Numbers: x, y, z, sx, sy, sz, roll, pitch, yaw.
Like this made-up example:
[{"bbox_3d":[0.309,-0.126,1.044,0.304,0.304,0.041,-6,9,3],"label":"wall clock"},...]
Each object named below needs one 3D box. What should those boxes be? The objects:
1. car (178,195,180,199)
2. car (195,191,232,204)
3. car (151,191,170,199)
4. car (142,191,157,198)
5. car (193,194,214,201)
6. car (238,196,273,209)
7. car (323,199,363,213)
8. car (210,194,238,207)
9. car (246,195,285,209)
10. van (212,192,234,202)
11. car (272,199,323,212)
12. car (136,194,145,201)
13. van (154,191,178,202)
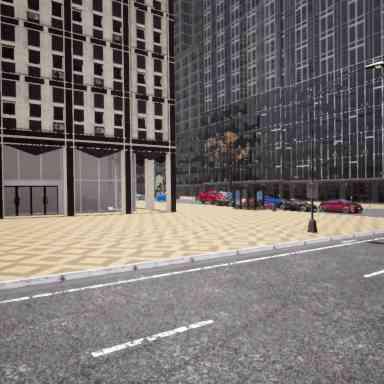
[{"bbox_3d":[-4.200,0.936,73.055,1.802,1.307,4.206,0,1,-34],"label":"car"},{"bbox_3d":[3.364,0.874,51.652,2.150,2.045,5.566,-1,1,-34],"label":"car"},{"bbox_3d":[-7.399,0.616,77.750,2.192,1.841,5.009,0,1,-34],"label":"car"},{"bbox_3d":[-10.597,0.687,82.449,1.967,1.590,4.097,0,1,-34],"label":"car"},{"bbox_3d":[2.197,1.044,63.658,1.802,1.307,4.206,0,1,-34],"label":"car"},{"bbox_3d":[7.968,1.388,40.090,1.802,1.307,4.206,0,1,-34],"label":"car"},{"bbox_3d":[15.239,1.408,34.195,1.994,1.385,4.181,-1,1,-34],"label":"car"},{"bbox_3d":[4.819,1.320,44.820,1.947,1.339,4.313,0,1,-34],"label":"car"},{"bbox_3d":[9.351,1.227,42.848,1.882,1.535,5.008,-1,1,-34],"label":"car"},{"bbox_3d":[5.394,0.856,58.957,1.690,1.788,3.998,0,1,-34],"label":"van"},{"bbox_3d":[11.153,1.424,35.379,1.947,1.339,4.313,0,1,-34],"label":"car"},{"bbox_3d":[-11.128,1.040,68.340,2.008,1.369,4.403,0,1,-34],"label":"car"},{"bbox_3d":[-4.731,0.938,58.941,1.690,1.788,3.998,0,1,-34],"label":"van"}]
